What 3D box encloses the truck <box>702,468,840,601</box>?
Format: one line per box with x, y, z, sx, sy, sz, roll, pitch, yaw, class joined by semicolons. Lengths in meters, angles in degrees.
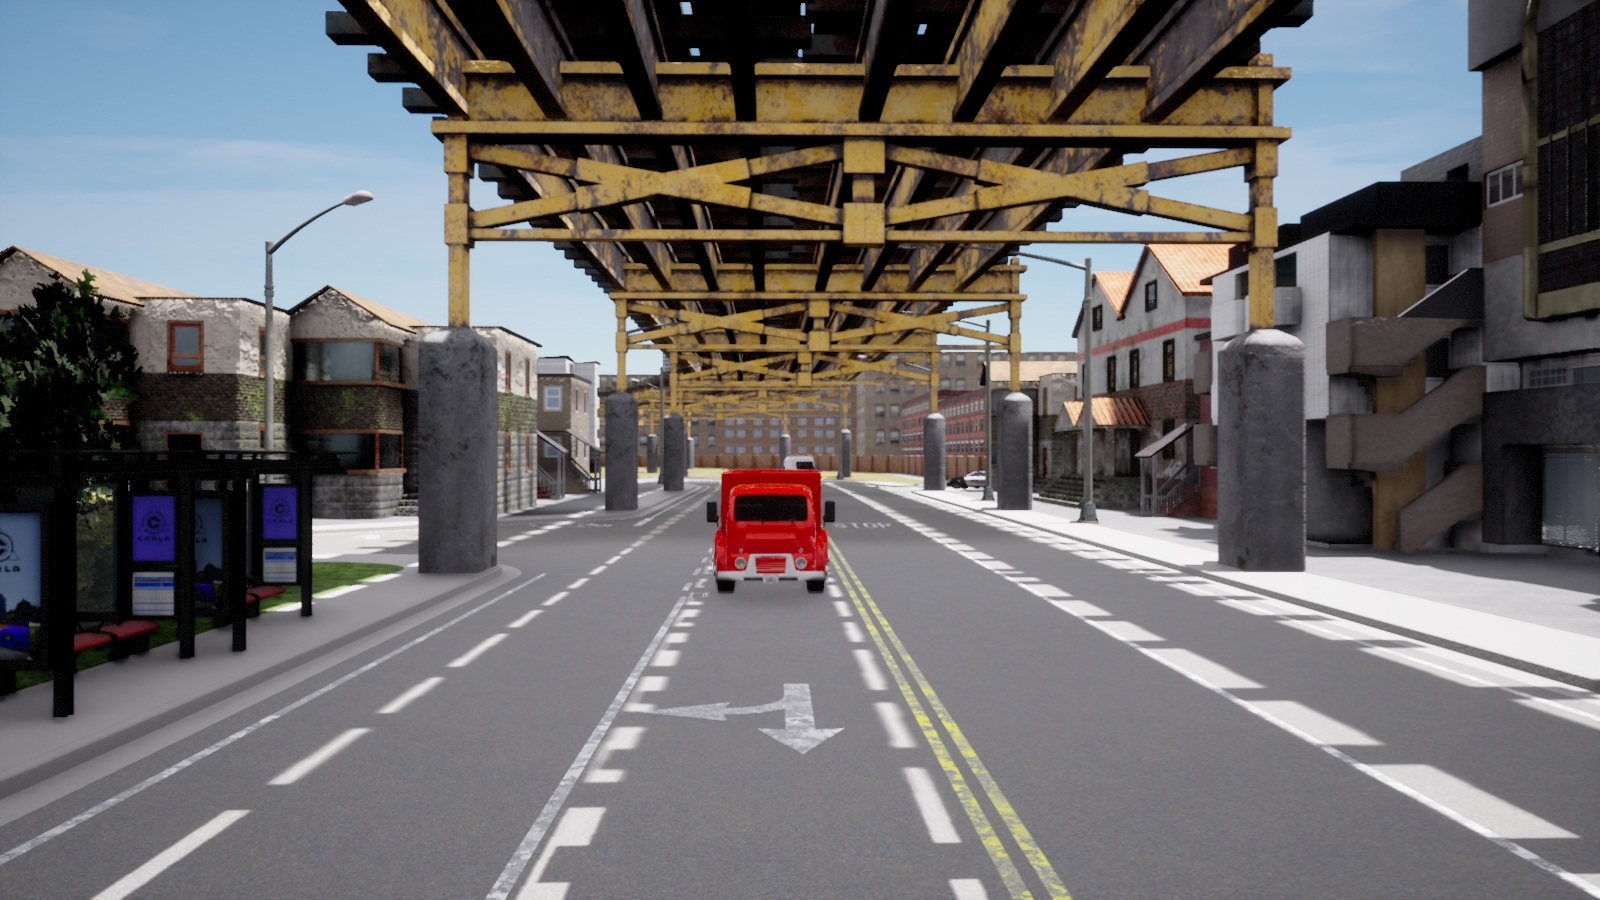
-0.617;1.640;24.341;2.627;2.467;5.204;0;0;-1;truck
